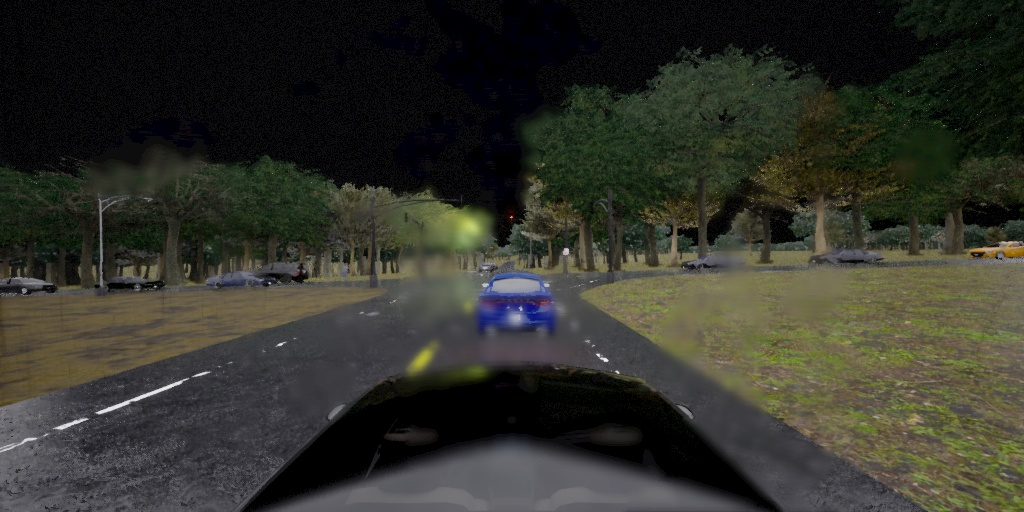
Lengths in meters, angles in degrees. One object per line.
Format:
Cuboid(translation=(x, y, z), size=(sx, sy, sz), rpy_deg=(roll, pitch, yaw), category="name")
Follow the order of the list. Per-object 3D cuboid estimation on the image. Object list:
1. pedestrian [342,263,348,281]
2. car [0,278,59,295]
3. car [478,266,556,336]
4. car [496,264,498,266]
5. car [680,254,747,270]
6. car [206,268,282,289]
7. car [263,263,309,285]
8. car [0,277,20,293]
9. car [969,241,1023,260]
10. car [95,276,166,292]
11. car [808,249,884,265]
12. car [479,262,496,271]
Cuboid(translation=(-17.867, 1.680, 38.375), size=(0.375, 1.860, 0.375), rpy_deg=(0, 1, 3), category="pedestrian")
Cuboid(translation=(-43.516, 2.671, 31.963), size=(4.892, 1.490, 1.837), rpy_deg=(-2, -1, 3), category="car")
Cuboid(translation=(0.139, 1.233, 10.418), size=(1.882, 1.535, 5.008), rpy_deg=(0, 0, 1), category="car")
Cuboid(translation=(-4.003, 1.846, 62.921), size=(2.128, 1.511, 4.902), rpy_deg=(0, -1, -1), category="car")
Cuboid(translation=(18.449, 0.538, 32.884), size=(5.357, 1.411, 2.033), rpy_deg=(-2, -1, 2), category="car")
Cuboid(translation=(-23.430, 2.047, 31.048), size=(5.357, 1.411, 2.033), rpy_deg=(-2, -1, 6), category="car")
Cuboid(translation=(-22.701, 1.735, 34.696), size=(5.566, 2.045, 2.150), rpy_deg=(-2, -1, 3), category="car")
Cuboid(translation=(-53.267, 2.982, 36.106), size=(5.008, 1.535, 1.882), rpy_deg=(-2, -1, 2), category="car")
Cuboid(translation=(43.777, -0.508, 31.771), size=(5.008, 1.535, 1.882), rpy_deg=(-3, -1, 3), category="car")
Cuboid(translation=(-33.352, 2.437, 31.480), size=(4.718, 1.301, 1.895), rpy_deg=(-2, -1, 3), category="car")
Cuboid(translation=(30.104, 0.079, 32.376), size=(5.357, 1.411, 2.033), rpy_deg=(-2, -1, 3), category="car")
Cuboid(translation=(-3.875, 1.678, 53.535), size=(2.128, 1.511, 4.902), rpy_deg=(0, -1, -1), category="car")
